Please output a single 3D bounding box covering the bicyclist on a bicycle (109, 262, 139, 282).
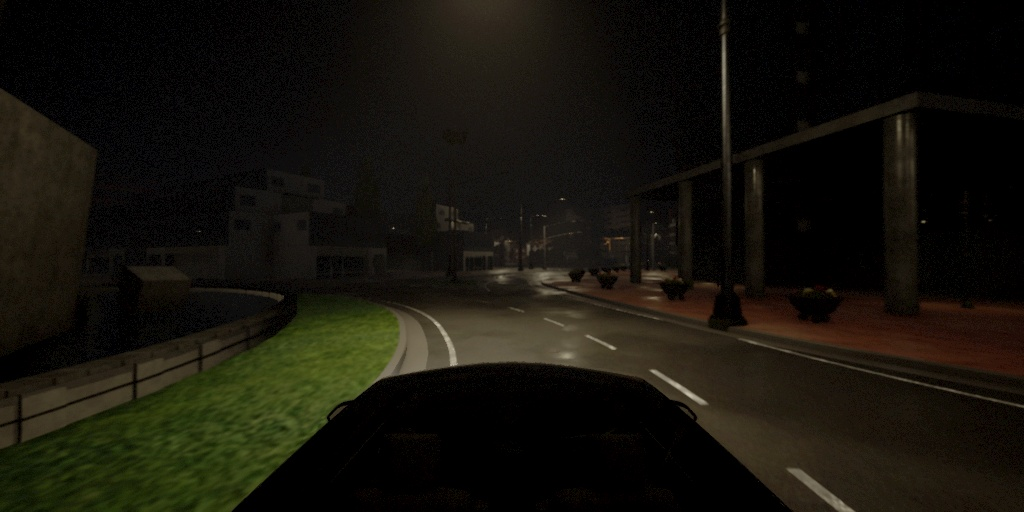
[{"bbox_3d":[-32.092,1.320,29.655,0.582,1.620,1.656,-2,-1,6],"label":"bicyclist on a bicycle"}]

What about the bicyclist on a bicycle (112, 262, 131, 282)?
[{"bbox_3d":[-31.803,1.337,29.621,0.582,1.620,1.656,-2,-1,4],"label":"bicyclist on a bicycle"}]
